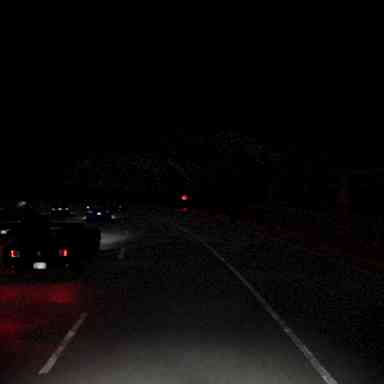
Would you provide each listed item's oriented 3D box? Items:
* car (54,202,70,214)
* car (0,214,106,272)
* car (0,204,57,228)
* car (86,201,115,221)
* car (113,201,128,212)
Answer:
[{"bbox_3d":[-13.762,1.746,34.751,2.033,1.411,5.357,0,0,-21],"label":"car"},{"bbox_3d":[-4.244,1.649,10.951,1.895,1.301,4.718,0,0,-7],"label":"car"},{"bbox_3d":[-8.793,1.579,17.197,2.128,1.511,4.902,0,0,-11],"label":"car"},{"bbox_3d":[-7.912,1.704,28.180,1.994,1.385,4.181,0,0,-17],"label":"car"},{"bbox_3d":[-9.624,1.785,42.637,1.994,1.385,4.181,0,-1,-25],"label":"car"}]
